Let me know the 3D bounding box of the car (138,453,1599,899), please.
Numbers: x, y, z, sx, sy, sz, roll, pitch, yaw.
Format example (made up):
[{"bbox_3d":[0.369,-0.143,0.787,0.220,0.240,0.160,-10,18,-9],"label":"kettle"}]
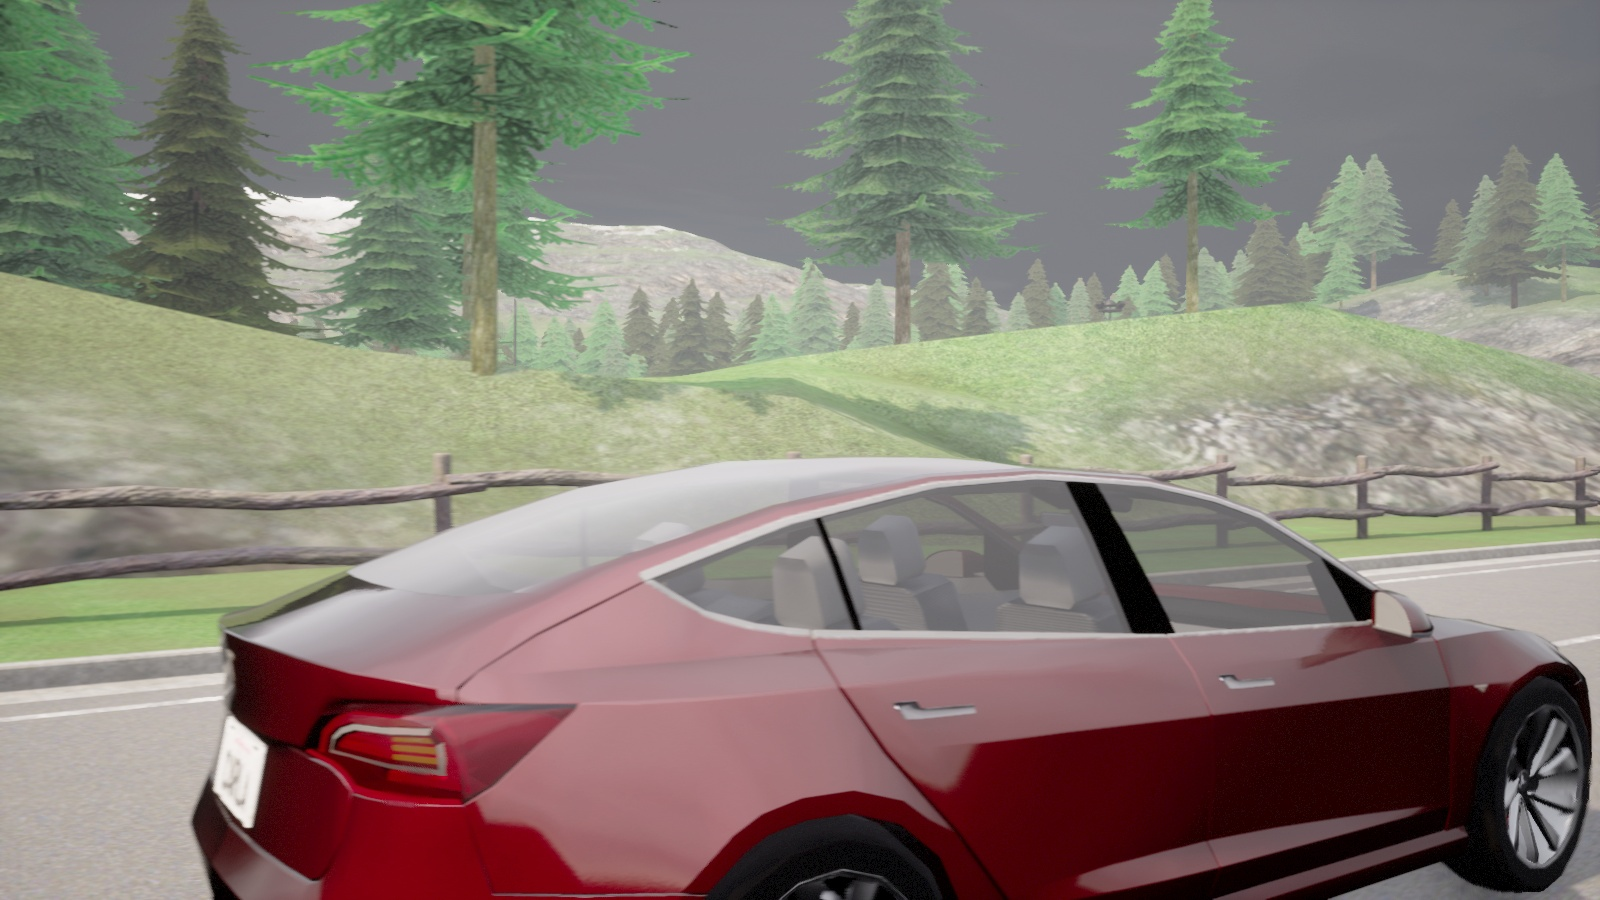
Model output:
[{"bbox_3d":[0.665,0.757,4.122,4.792,1.488,2.163,0,0,-35],"label":"car"}]
